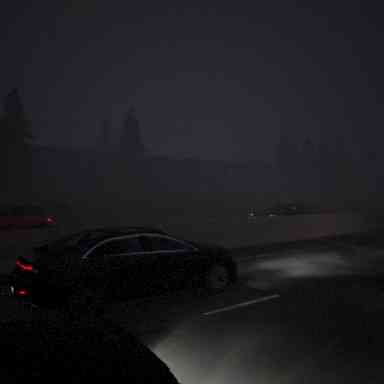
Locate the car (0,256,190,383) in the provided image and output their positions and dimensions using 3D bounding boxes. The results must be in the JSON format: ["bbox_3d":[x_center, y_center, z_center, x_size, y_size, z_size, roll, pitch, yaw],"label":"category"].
[{"bbox_3d":[-2.618,1.537,1.878,5.357,1.411,2.033,1,0,-36],"label":"car"}]

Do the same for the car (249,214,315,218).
[{"bbox_3d":[5.602,1.489,20.899,4.553,1.767,2.097,0,0,-36],"label":"car"}]

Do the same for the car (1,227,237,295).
[{"bbox_3d":[-1.157,1.516,7.222,4.902,1.511,2.128,1,0,-36],"label":"car"}]

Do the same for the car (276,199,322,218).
[{"bbox_3d":[10.688,1.583,33.140,4.553,1.767,2.097,0,0,-36],"label":"car"}]
